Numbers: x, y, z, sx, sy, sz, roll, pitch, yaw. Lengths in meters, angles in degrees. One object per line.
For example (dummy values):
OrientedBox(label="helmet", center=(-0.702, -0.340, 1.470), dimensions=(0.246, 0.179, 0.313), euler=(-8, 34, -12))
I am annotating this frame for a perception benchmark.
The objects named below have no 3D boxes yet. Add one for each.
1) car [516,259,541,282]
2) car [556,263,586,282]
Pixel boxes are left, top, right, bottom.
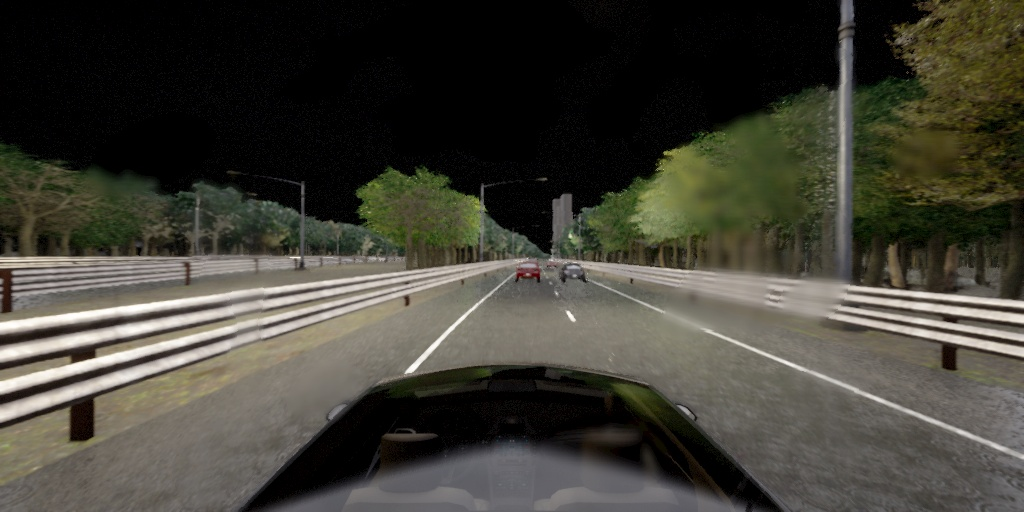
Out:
OrientedBox(label="car", center=(1.360, 1.237, 29.413), dimensions=(1.882, 1.535, 5.008), euler=(1, 0, 4))
OrientedBox(label="car", center=(4.847, 1.321, 29.141), dimensions=(1.812, 1.442, 4.674), euler=(1, 0, 4))
